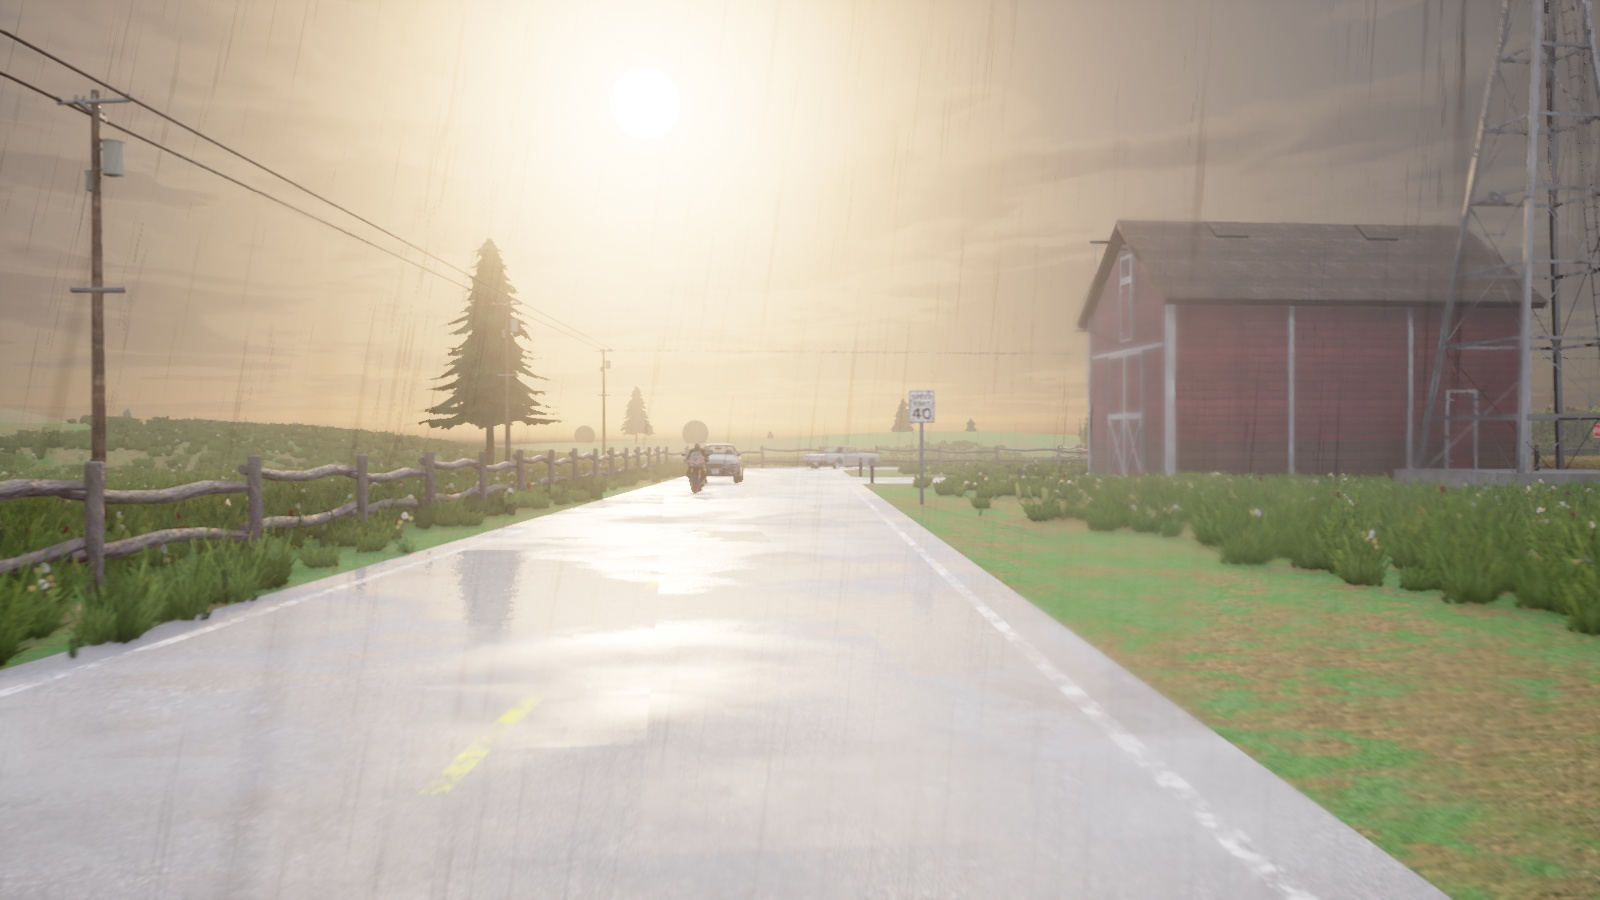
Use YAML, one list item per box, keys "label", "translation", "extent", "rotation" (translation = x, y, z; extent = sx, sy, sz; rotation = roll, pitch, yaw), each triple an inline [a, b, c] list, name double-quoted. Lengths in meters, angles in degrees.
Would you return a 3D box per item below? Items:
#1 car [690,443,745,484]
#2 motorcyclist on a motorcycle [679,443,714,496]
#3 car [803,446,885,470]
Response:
- label: "car"
  translation: [-3.069, 0.488, 47.422]
  extent: [1.816, 1.474, 4.193]
  rotation: [0, 0, 0]
- label: "motorcyclist on a motorcycle"
  translation: [-3.090, 0.565, 37.666]
  extent: [0.866, 1.530, 2.191]
  rotation: [0, 0, 0]
- label: "car"
  translation: [2.519, 0.443, 71.214]
  extent: [4.718, 1.301, 1.895]
  rotation: [0, 0, -44]
